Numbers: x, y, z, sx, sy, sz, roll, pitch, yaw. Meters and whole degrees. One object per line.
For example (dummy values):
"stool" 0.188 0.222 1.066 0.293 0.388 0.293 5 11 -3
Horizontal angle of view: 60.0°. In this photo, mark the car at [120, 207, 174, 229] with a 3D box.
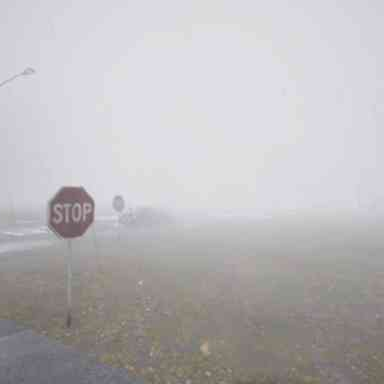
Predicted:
"car" -3.259 1.813 24.447 1.812 1.442 4.674 1 0 36

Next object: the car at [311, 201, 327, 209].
"car" 23.579 2.351 61.673 1.812 1.442 4.674 1 0 36

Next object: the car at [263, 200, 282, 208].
"car" 14.980 2.234 61.712 2.033 1.411 5.357 1 0 36
